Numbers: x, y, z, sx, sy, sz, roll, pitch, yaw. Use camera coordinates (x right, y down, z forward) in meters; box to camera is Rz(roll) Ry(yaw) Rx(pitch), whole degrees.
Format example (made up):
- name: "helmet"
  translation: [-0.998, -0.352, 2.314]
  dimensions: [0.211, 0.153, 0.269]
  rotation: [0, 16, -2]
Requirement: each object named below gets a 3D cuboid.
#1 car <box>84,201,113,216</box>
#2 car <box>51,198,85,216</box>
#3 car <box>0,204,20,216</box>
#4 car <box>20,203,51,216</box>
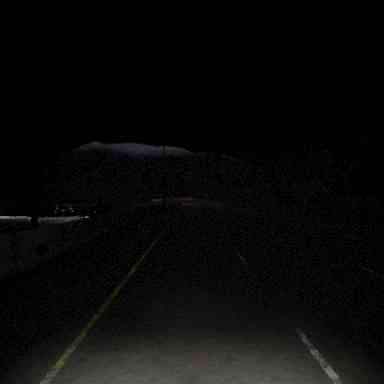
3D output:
- name: "car"
  translation: [-10.595, 2.022, 38.878]
  dimensions: [1.837, 1.490, 4.892]
  rotation: [0, -2, 0]
- name: "car"
  translation: [-14.093, 1.745, 39.178]
  dimensions: [2.150, 2.045, 5.566]
  rotation: [0, -1, 0]
- name: "car"
  translation: [-21.088, 2.074, 38.637]
  dimensions: [1.994, 1.385, 4.181]
  rotation: [0, -1, 0]
- name: "car"
  translation: [-17.592, 2.033, 38.555]
  dimensions: [1.812, 1.442, 4.674]
  rotation: [0, -1, 0]
